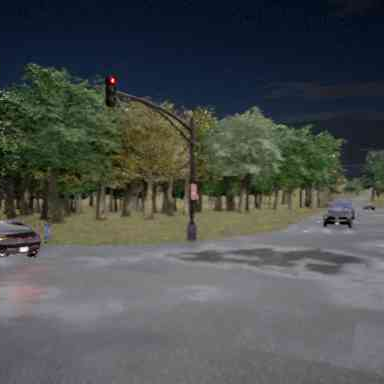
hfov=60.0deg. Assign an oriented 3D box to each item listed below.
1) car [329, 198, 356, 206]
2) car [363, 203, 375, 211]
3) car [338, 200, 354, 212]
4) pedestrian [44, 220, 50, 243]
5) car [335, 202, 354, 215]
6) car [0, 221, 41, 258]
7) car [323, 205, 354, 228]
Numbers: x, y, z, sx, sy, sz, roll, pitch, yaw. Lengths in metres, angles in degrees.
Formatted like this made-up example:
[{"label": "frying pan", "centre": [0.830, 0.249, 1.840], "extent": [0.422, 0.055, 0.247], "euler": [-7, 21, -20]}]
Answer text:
[{"label": "car", "centre": [15.138, 1.614, 33.533], "extent": [2.150, 2.045, 5.566], "euler": [0, -1, 25]}, {"label": "car", "centre": [31.822, 2.656, 59.919], "extent": [1.895, 1.301, 4.718], "euler": [0, -2, 26]}, {"label": "car", "centre": [24.132, 2.117, 52.026], "extent": [2.097, 1.767, 4.553], "euler": [0, -1, 26]}, {"label": "pedestrian", "centre": [-7.994, 2.114, 18.380], "extent": [0.375, 1.300, 0.375], "euler": [0, 2, 29]}, {"label": "car", "centre": [19.663, 2.096, 42.752], "extent": [2.033, 1.411, 5.357], "euler": [0, -1, 26]}, {"label": "car", "centre": [-8.133, 1.954, 13.726], "extent": [4.892, 1.490, 1.837], "euler": [-3, -3, 37]}, {"label": "car", "centre": [10.833, 1.862, 24.654], "extent": [1.895, 1.301, 4.718], "euler": [0, -1, 26]}]
